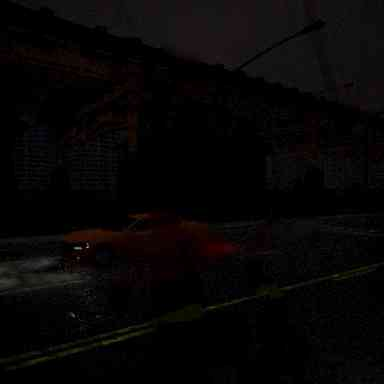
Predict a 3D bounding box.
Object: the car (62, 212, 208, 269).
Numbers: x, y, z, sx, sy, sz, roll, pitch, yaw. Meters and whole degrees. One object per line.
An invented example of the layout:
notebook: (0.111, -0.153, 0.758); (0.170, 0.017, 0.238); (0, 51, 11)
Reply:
car: (-1.764, 1.477, 11.322); (5.008, 1.535, 1.882); (0, 0, -35)
